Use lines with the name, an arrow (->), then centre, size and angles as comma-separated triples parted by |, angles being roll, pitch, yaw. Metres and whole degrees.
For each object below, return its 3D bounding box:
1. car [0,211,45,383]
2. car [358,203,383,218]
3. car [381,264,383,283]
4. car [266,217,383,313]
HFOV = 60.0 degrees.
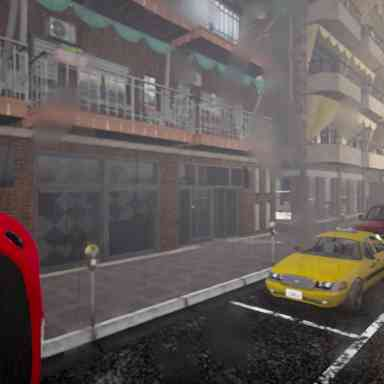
car -> -3.973, 0.959, 2.258 | 5.566, 2.150, 2.045 | 4, 13, -18
car -> 7.366, 1.316, 11.939 | 2.192, 1.841, 5.009 | 0, 0, 43
car -> 4.734, 1.602, 5.298 | 1.895, 1.301, 4.718 | 0, 0, 43
car -> 3.483, 1.525, 7.772 | 1.752, 1.417, 4.829 | 0, 0, 43
